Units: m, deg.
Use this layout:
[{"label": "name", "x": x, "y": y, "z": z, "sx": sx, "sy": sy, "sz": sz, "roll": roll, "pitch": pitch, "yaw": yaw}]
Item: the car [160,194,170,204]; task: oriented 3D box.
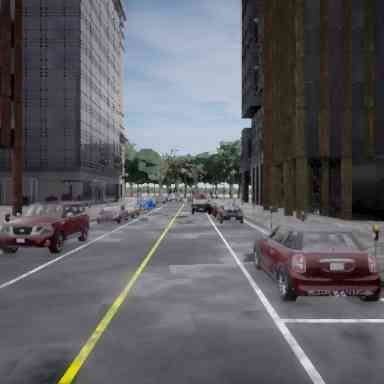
[{"label": "car", "x": -5.763, "y": 1.580, "z": 62.641, "sx": 1.947, "sy": 1.339, "sz": 4.313, "roll": 0, "pitch": 0, "yaw": 0}]

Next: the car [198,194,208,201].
[{"label": "car", "x": 2.761, "y": 1.345, "z": 84.392, "sx": 2.192, "sy": 1.841, "sz": 5.009, "roll": 0, "pitch": 0, "yaw": 0}]

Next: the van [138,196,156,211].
[{"label": "van", "x": -5.764, "y": 1.346, "z": 40.891, "sx": 1.690, "sy": 1.788, "sz": 3.998, "roll": 0, "pitch": 0, "yaw": 0}]

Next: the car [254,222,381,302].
[{"label": "car", "x": 2.762, "y": 1.439, "z": 8.266, "sx": 1.967, "sy": 1.590, "sz": 4.097, "roll": 0, "pitch": 0, "yaw": 0}]

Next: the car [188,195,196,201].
[{"label": "car", "x": 0.000, "y": 1.464, "z": 85.345, "sx": 1.994, "sy": 1.385, "sz": 4.181, "roll": 0, "pitch": 0, "yaw": 0}]

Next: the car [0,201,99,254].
[{"label": "car", "x": -5.763, "y": 1.315, "z": 13.703, "sx": 2.192, "sy": 1.841, "sz": 5.009, "roll": 0, "pitch": 0, "yaw": 0}]

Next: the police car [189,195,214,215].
[{"label": "police car", "x": 0.900, "y": 1.429, "z": 34.268, "sx": 1.930, "sy": 1.638, "sz": 5.238, "roll": 0, "pitch": 0, "yaw": 0}]

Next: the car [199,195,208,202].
[{"label": "car", "x": 2.761, "y": 1.466, "z": 78.954, "sx": 1.967, "sy": 1.590, "sz": 4.097, "roll": 0, "pitch": 0, "yaw": 0}]

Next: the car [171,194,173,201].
[{"label": "car", "x": -5.764, "y": 1.547, "z": 73.347, "sx": 1.752, "sy": 1.417, "sz": 4.829, "roll": 0, "pitch": 0, "yaw": 0}]

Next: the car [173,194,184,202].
[{"label": "car", "x": -3.000, "y": 1.547, "z": 76.150, "sx": 2.128, "sy": 1.511, "sz": 4.902, "roll": 0, "pitch": 0, "yaw": 0}]

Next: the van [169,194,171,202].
[{"label": "van", "x": -5.764, "y": 1.359, "z": 68.079, "sx": 1.690, "sy": 1.788, "sz": 3.998, "roll": 0, "pitch": 0, "yaw": 0}]

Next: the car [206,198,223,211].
[{"label": "car", "x": 2.762, "y": 1.531, "z": 41.061, "sx": 1.752, "sy": 1.417, "sz": 4.829, "roll": 0, "pitch": 0, "yaw": 0}]

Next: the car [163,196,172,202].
[{"label": "car", "x": -5.764, "y": 1.591, "z": 78.954, "sx": 1.947, "sy": 1.339, "sz": 4.313, "roll": 0, "pitch": 0, "yaw": 0}]

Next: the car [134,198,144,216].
[{"label": "car", "x": -5.763, "y": 1.528, "z": 29.846, "sx": 1.752, "sy": 1.417, "sz": 4.829, "roll": 0, "pitch": 0, "yaw": 0}]

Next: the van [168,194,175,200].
[{"label": "van", "x": -5.764, "y": 1.381, "z": 95.267, "sx": 1.690, "sy": 1.788, "sz": 3.998, "roll": 0, "pitch": 0, "yaw": 0}]

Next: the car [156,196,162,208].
[{"label": "car", "x": -5.763, "y": 1.558, "z": 46.329, "sx": 2.008, "sy": 1.369, "sz": 4.403, "roll": 0, "pitch": 0, "yaw": 0}]

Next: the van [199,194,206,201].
[{"label": "van", "x": 2.761, "y": 1.376, "z": 89.829, "sx": 1.690, "sy": 1.788, "sz": 3.998, "roll": 0, "pitch": 0, "yaw": 0}]

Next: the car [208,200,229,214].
[{"label": "car", "x": 2.762, "y": 1.548, "z": 35.454, "sx": 1.887, "sy": 1.381, "sz": 4.507, "roll": 0, "pitch": 0, "yaw": 0}]

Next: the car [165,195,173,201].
[{"label": "car", "x": -5.764, "y": 1.555, "z": 84.222, "sx": 1.752, "sy": 1.417, "sz": 4.829, "roll": 0, "pitch": 0, "yaw": 0}]

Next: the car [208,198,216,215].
[{"label": "car", "x": 2.762, "y": 1.547, "z": 30.016, "sx": 1.887, "sy": 1.381, "sz": 4.507, "roll": 0, "pitch": 0, "yaw": 0}]

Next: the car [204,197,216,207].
[{"label": "car", "x": 2.762, "y": 1.535, "z": 51.936, "sx": 1.752, "sy": 1.417, "sz": 4.829, "roll": 0, "pitch": 0, "yaw": 0}]

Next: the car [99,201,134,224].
[{"label": "car", "x": -5.763, "y": 1.583, "z": 24.578, "sx": 1.802, "sy": 1.307, "sz": 4.206, "roll": 0, "pitch": 0, "yaw": 0}]

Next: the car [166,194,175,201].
[{"label": "car", "x": -5.764, "y": 1.475, "z": 89.829, "sx": 1.967, "sy": 1.590, "sz": 4.097, "roll": 0, "pitch": 0, "yaw": 0}]

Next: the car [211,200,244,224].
[{"label": "car", "x": 2.762, "y": 1.552, "z": 24.578, "sx": 2.008, "sy": 1.369, "sz": 4.403, "roll": 0, "pitch": 0, "yaw": 0}]

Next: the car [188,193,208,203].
[{"label": "car", "x": 0.888, "y": 1.238, "z": 50.190, "sx": 2.150, "sy": 2.045, "sz": 5.566, "roll": 1, "pitch": 0, "yaw": 0}]
